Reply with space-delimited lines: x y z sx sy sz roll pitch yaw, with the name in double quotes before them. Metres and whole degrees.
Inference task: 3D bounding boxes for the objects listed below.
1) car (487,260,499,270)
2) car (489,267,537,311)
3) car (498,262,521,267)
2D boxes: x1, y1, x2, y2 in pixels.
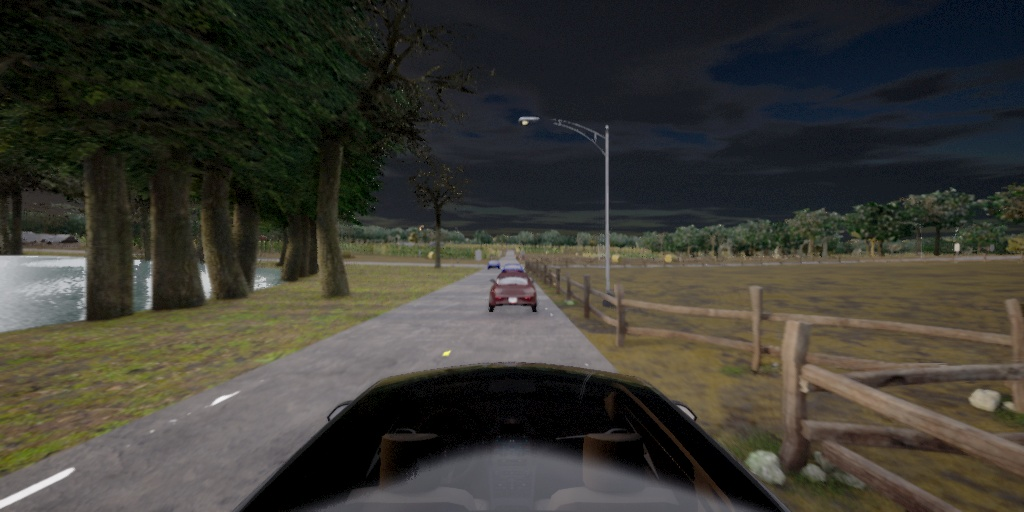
"car" -2.818 1.353 55.730 1.882 1.535 5.008 0 0 1
"car" 0.050 1.375 14.846 1.812 1.442 4.674 0 0 0
"car" 0.047 1.374 30.304 1.882 1.535 5.008 0 0 0
